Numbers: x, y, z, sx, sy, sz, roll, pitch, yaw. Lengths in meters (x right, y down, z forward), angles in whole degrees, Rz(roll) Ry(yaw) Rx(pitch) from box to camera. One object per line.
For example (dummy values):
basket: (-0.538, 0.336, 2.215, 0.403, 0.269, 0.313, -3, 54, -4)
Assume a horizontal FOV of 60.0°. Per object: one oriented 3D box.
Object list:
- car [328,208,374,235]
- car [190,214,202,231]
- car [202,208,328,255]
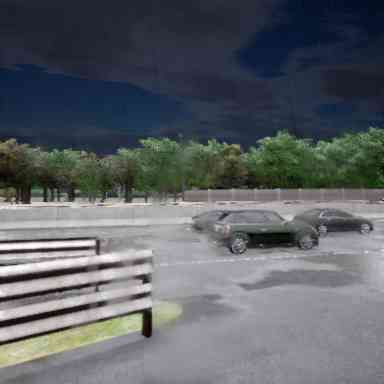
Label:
car: (8.151, 1.717, 19.311, 4.892, 1.490, 1.837, 0, 0, -16)
car: (1.982, 1.812, 21.151, 4.181, 1.385, 1.994, 0, 0, -16)
car: (3.047, 1.547, 14.169, 4.553, 1.767, 2.097, 0, 0, -16)
